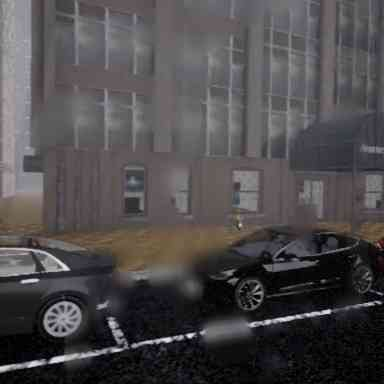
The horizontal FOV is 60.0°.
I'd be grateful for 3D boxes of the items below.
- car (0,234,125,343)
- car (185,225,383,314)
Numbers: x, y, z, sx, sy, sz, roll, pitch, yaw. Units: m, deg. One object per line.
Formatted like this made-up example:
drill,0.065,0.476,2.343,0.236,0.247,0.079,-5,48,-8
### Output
car,-3.204,1.327,4.731,4.403,1.369,2.008,1,1,-24
car,1.994,1.414,7.028,4.313,1.339,1.947,1,1,-24
